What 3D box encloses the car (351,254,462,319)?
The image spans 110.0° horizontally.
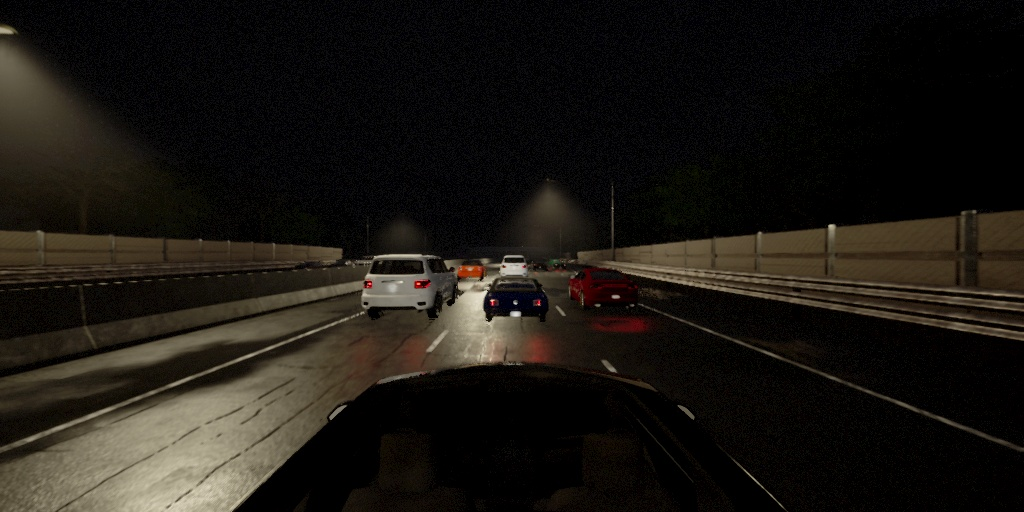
[{"bbox_3d":[-3.386,0.970,12.875,2.150,2.045,5.566,0,0,0],"label":"car"}]

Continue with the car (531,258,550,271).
[{"bbox_3d":[3.732,1.293,49.320,1.812,1.442,4.674,0,0,1],"label":"car"}]

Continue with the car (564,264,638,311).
[{"bbox_3d":[3.518,1.228,14.593,1.882,1.535,5.008,0,0,0],"label":"car"}]

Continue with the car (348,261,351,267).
[{"bbox_3d":[-17.405,0.978,43.975,2.150,2.045,5.566,0,0,1],"label":"car"}]

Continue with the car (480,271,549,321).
[{"bbox_3d":[0.113,1.351,12.349,1.895,1.301,4.718,0,0,0],"label":"car"}]

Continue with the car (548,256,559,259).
[{"bbox_3d":[7.394,1.021,63.977,2.150,2.045,5.566,0,0,1],"label":"car"}]

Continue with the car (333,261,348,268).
[{"bbox_3d":[-20.902,1.304,44.297,2.033,1.411,5.357,0,0,1],"label":"car"}]

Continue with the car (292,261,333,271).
[{"bbox_3d":[-23.682,1.302,42.392,2.033,1.411,5.357,0,0,-3],"label":"car"}]

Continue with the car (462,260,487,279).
[{"bbox_3d":[-3.313,1.103,30.521,2.097,1.767,4.553,0,0,0],"label":"car"}]

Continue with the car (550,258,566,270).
[{"bbox_3d":[7.143,1.379,54.191,1.895,1.301,4.718,0,0,2],"label":"car"}]

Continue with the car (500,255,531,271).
[{"bbox_3d":[0.183,0.972,30.102,2.150,2.045,5.566,0,0,0],"label":"car"}]
